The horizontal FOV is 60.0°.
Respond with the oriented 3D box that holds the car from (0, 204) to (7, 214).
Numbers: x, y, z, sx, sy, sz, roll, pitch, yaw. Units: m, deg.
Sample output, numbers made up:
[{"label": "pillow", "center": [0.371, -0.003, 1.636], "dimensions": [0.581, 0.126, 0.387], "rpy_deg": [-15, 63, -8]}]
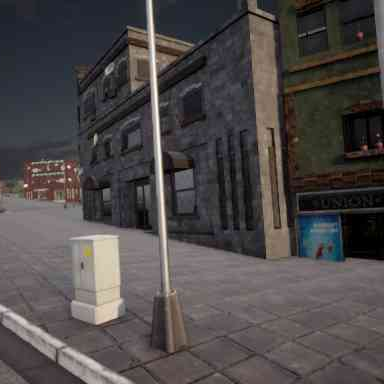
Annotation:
[{"label": "car", "center": [-26.833, 2.298, 44.641], "dimensions": [2.128, 1.511, 4.902], "rpy_deg": [-4, -1, -2]}]
